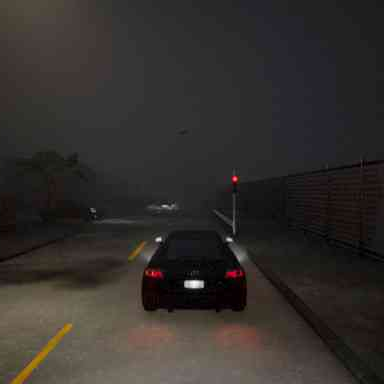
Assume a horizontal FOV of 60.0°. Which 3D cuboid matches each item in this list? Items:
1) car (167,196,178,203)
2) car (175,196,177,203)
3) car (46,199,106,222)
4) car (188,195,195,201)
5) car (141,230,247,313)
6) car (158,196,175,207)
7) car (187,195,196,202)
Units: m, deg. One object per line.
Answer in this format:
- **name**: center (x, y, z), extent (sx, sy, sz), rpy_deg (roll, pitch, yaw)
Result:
- **car**: center (-4.134, 1.513, 71.354), extent (2.033, 1.411, 5.357), rpy_deg (0, 0, 0)
- **car**: center (-4.179, 1.468, 61.045), extent (2.128, 1.511, 4.902), rpy_deg (0, 0, 0)
- **car**: center (-9.050, 1.342, 25.993), extent (4.553, 1.767, 2.097), rpy_deg (0, 0, 12)
- **car**: center (-0.162, 1.491, 85.716), extent (1.812, 1.442, 4.674), rpy_deg (0, 0, 0)
- **car**: center (0.049, 1.561, 7.746), extent (1.994, 1.385, 4.181), rpy_deg (0, 0, 0)
- **car**: center (-4.189, 1.458, 51.780), extent (1.882, 1.535, 5.008), rpy_deg (0, 0, 0)
- **car**: center (-0.141, 1.495, 75.476), extent (1.812, 1.442, 4.674), rpy_deg (0, 0, 0)
